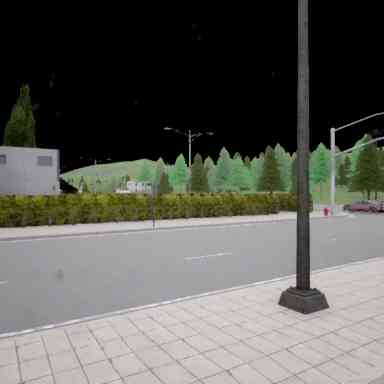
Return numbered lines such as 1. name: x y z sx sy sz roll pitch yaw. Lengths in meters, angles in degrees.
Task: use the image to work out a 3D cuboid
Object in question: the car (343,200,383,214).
1. car: 18.322 1.564 35.311 1.994 1.385 4.181 0 0 -34
